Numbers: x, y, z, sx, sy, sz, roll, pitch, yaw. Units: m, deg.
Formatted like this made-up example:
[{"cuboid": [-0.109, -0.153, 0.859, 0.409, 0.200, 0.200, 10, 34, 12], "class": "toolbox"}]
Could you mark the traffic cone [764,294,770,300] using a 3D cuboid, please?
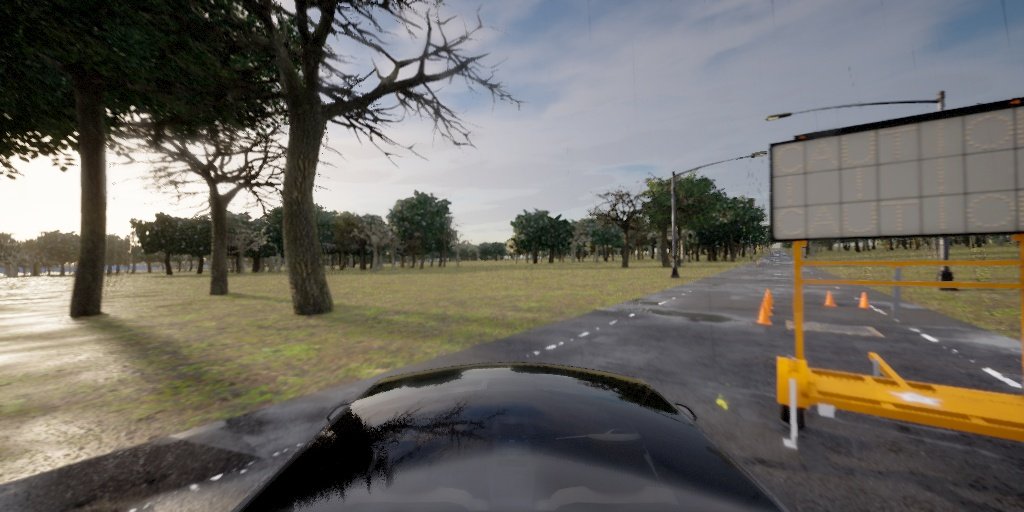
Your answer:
[{"cuboid": [8.753, 1.717, 12.363, 0.340, 0.580, 0.340, 0, 0, 37], "class": "traffic cone"}]

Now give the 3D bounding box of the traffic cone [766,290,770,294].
[{"cuboid": [9.947, 1.717, 13.968, 0.340, 0.580, 0.340, 0, 0, 37], "class": "traffic cone"}]

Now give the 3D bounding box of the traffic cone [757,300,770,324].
[{"cuboid": [7.560, 1.716, 10.758, 0.340, 0.580, 0.340, 0, 0, 37], "class": "traffic cone"}]

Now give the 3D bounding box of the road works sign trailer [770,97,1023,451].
[{"cuboid": [4.577, 0.195, 4.253, 2.380, 3.560, 2.880, 0, 0, 37], "class": "road works sign trailer"}]
